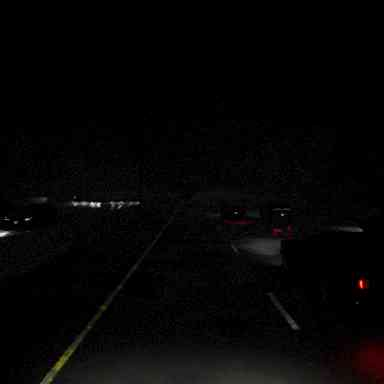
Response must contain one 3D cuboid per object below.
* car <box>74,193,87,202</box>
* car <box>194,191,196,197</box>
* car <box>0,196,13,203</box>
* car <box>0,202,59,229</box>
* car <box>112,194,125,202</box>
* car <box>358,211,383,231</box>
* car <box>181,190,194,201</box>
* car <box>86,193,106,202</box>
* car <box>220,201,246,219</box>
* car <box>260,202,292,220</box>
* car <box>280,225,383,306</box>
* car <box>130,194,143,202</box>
[{"bbox_3d":[-21.019,0.971,63.745,2.097,1.767,4.553,0,1,0],"label":"car"},{"bbox_3d":[-0.041,0.362,89.845,2.097,1.767,4.553,0,1,0],"label":"car"},{"bbox_3d":[-14.100,1.298,22.331,2.150,2.045,5.566,0,0,0],"label":"car"},{"bbox_3d":[-10.600,1.582,22.414,1.837,1.490,4.892,0,0,0],"label":"car"},{"bbox_3d":[-14.029,1.160,63.636,1.812,1.442,4.674,0,1,0],"label":"car"},{"bbox_3d":[10.596,1.631,16.928,2.033,1.411,5.357,0,0,0],"label":"car"},{"bbox_3d":[-1.245,0.720,69.952,2.150,2.045,5.566,0,1,0],"label":"car"},{"bbox_3d":[-17.525,1.151,62.492,2.128,1.511,4.902,0,1,0],"label":"car"},{"bbox_3d":[3.592,1.535,29.678,1.882,1.535,5.008,0,0,0],"label":"car"},{"bbox_3d":[7.092,1.556,28.470,2.128,1.511,4.902,0,0,0],"label":"car"},{"bbox_3d":[3.599,1.657,8.091,1.895,1.301,4.718,0,0,0],"label":"car"},{"bbox_3d":[-10.529,1.161,63.638,1.812,1.442,4.674,0,1,0],"label":"car"}]
